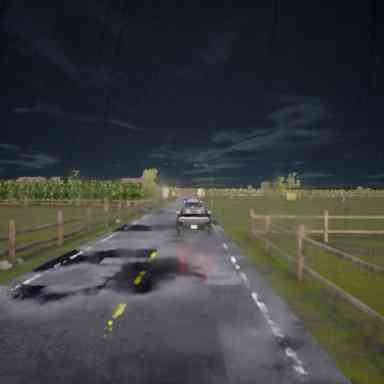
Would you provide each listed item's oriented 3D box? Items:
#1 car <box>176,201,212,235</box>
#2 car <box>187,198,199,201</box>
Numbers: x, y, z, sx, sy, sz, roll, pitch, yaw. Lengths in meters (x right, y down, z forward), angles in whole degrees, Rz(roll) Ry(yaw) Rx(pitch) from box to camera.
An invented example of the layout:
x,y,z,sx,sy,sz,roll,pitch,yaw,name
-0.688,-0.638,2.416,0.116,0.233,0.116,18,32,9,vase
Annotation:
x,y,z,sx,sy,sz,roll,pitch,yaw,name
0.103,1.498,18.752,2.128,1.511,4.902,0,0,0,car
0.106,1.487,38.728,1.882,1.535,5.008,0,0,0,car
